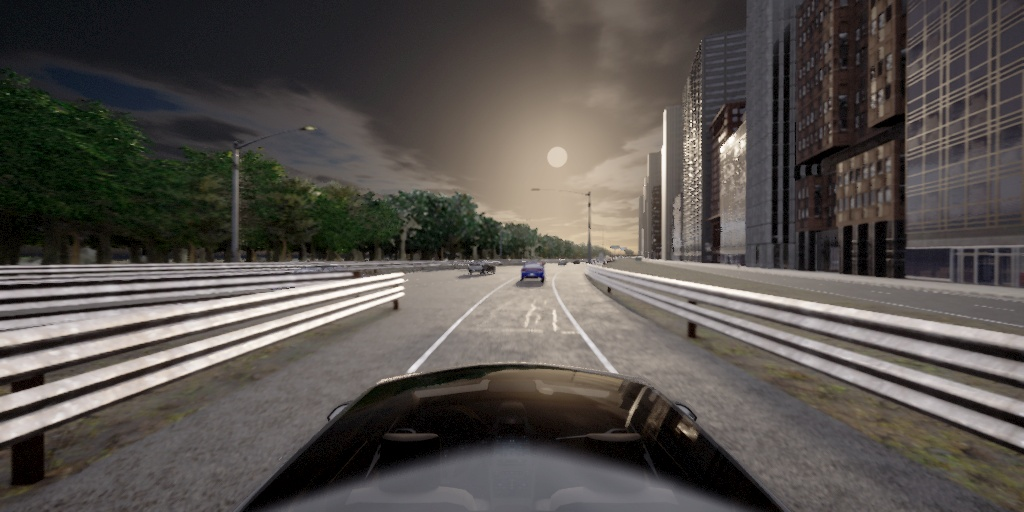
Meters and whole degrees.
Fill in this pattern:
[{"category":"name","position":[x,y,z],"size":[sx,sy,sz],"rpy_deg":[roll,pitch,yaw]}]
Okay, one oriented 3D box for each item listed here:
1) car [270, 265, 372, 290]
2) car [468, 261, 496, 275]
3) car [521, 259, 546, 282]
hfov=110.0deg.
[{"category":"car","position":[-9.752,1.198,18.928],"size":[2.033,1.411,5.357],"rpy_deg":[0,0,17]},{"category":"car","position":[-3.242,1.281,39.603],"size":[2.128,1.511,4.902],"rpy_deg":[1,0,18]},{"category":"car","position":[1.835,1.281,30.287],"size":[1.882,1.535,5.008],"rpy_deg":[0,0,7]}]
